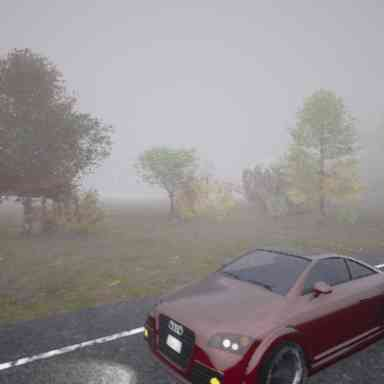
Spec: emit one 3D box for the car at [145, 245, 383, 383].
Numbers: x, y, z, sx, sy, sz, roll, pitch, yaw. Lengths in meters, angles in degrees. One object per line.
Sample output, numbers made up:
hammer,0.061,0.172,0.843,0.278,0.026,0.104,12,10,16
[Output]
car,1.415,1.564,5.003,4.181,1.385,1.994,0,0,-36
